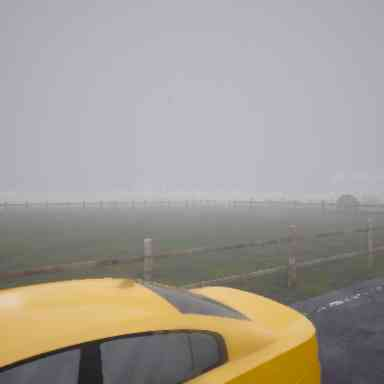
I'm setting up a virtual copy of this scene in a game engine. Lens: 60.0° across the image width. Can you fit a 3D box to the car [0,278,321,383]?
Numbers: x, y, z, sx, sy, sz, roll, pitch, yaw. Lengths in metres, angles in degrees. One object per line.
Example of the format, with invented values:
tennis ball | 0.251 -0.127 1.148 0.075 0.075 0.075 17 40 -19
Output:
car | -1.202 1.478 2.212 5.008 1.535 1.882 0 0 -36
